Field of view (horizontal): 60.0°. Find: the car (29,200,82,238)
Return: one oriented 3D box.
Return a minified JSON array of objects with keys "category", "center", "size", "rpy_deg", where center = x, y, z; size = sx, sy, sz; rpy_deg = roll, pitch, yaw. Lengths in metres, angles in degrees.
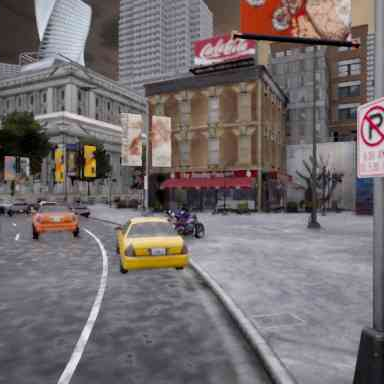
[{"category":"car","center":[-7.447,1.345,17.883],"size":[2.097,1.767,4.553],"rpy_deg":[0,0,-26]}]

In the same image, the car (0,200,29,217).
[{"category":"car","center":[-16.978,1.477,31.522],"size":[2.128,1.511,4.902],"rpy_deg":[0,0,-44]}]

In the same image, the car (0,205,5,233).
[{"category":"car","center":[-10.662,1.555,16.503],"size":[1.994,1.385,4.181],"rpy_deg":[0,0,-27]}]

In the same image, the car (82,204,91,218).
[{"category":"car","center":[-10.377,1.586,28.766],"size":[1.895,1.301,4.718],"rpy_deg":[0,0,-34]}]

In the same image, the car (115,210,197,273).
[{"category":"car","center":[-1.478,1.456,10.764],"size":[1.801,1.575,5.366],"rpy_deg":[0,0,-15]}]
